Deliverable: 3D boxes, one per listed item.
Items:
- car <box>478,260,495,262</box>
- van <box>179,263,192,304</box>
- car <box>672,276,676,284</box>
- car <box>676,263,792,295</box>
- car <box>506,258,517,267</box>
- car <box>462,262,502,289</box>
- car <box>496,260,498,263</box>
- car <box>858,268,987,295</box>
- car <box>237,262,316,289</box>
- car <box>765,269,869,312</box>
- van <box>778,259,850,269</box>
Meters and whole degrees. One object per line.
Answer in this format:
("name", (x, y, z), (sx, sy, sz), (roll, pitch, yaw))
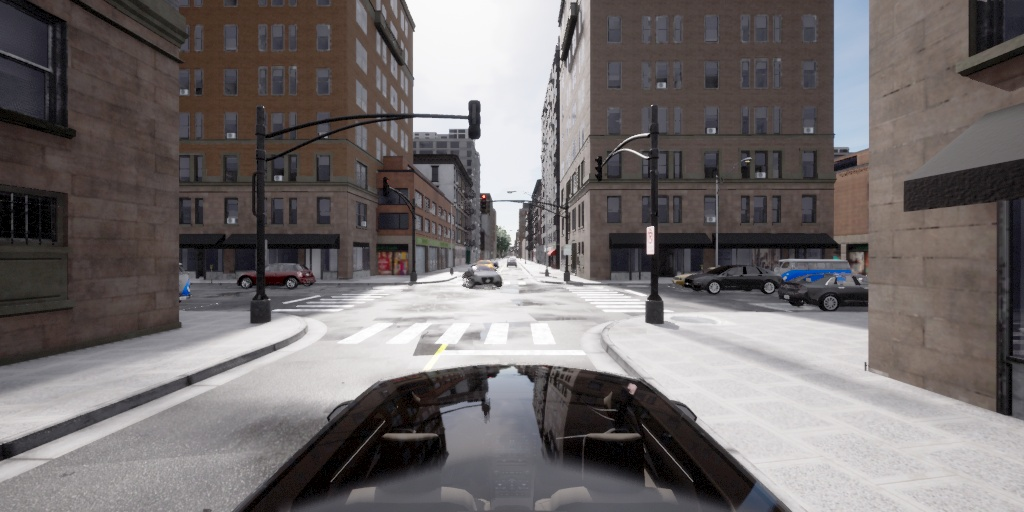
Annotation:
("car", (-3.123, 1.213, 40.527), (1.882, 1.535, 5.008), (0, 0, 0))
("van", (-14.681, 1.089, 13.726), (3.998, 1.789, 1.690), (0, 0, 1))
("car", (12.410, 1.264, 21.986), (4.829, 1.417, 1.751), (0, 0, 1))
("car", (11.918, 1.248, 19.434), (4.892, 1.490, 1.837), (0, 0, -1))
("car", (-0.038, 1.260, 63.733), (2.033, 1.411, 5.357), (0, 0, 0))
("car", (-2.048, 1.308, 23.416), (1.994, 1.385, 4.181), (0, 0, -17))
("car", (-3.118, 1.320, 57.668), (1.895, 1.301, 4.718), (0, 0, 0))
("car", (21.951, 1.345, 19.324), (4.718, 1.301, 1.895), (0, 0, 1))
("car", (-14.615, 1.172, 22.251), (4.097, 1.591, 1.967), (0, 0, 1))
("car", (12.514, 1.305, 13.460), (4.403, 1.370, 2.007), (0, 0, 1))
("van", (18.249, 1.080, 21.929), (3.998, 1.789, 1.690), (0, 0, 1))
